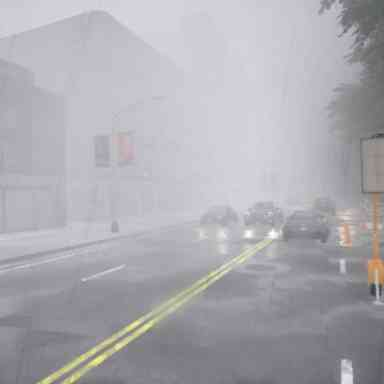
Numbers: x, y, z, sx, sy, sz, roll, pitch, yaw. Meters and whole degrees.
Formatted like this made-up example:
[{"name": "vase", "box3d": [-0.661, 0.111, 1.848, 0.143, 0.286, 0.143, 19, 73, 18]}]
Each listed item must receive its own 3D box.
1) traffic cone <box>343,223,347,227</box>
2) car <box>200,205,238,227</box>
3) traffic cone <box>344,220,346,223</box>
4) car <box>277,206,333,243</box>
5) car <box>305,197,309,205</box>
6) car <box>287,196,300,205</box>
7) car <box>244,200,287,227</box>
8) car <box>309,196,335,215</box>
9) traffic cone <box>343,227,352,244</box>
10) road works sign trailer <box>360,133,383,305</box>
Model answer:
[{"name": "traffic cone", "box3d": [7.557, 1.941, 16.251, 0.340, 0.580, 0.340, -2, -1, 24]}, {"name": "car", "box3d": [2.143, 1.724, 24.941, 1.812, 1.442, 4.674, -2, -1, 24]}, {"name": "traffic cone", "box3d": [8.368, 1.940, 18.079, 0.340, 0.580, 0.340, -2, -1, 24]}, {"name": "car", "box3d": [5.729, 1.595, 16.514, 1.994, 1.385, 4.181, -2, -1, 24]}, {"name": "car", "box3d": [22.218, 1.586, 61.950, 1.882, 1.535, 5.008, -2, -1, 24]}, {"name": "car", "box3d": [19.265, 1.545, 63.319, 2.097, 1.767, 4.553, -2, -1, 24]}, {"name": "car", "box3d": [5.174, 1.468, 23.772, 2.097, 1.767, 4.553, -2, -1, 24]}, {"name": "car", "box3d": [13.697, 1.374, 34.475, 2.097, 1.767, 4.553, -2, -1, 24]}, {"name": "traffic cone", "box3d": [6.745, 1.942, 14.423, 0.340, 0.580, 0.340, -2, -1, 24]}, {"name": "road works sign trailer", "box3d": [5.132, 0.419, 7.480, 2.380, 3.560, 2.880, -2, -1, 24]}]
